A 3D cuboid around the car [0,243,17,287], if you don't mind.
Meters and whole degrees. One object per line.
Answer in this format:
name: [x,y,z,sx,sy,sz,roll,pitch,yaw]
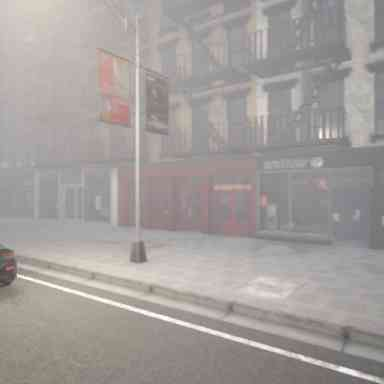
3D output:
car: [-5.978,1.509,7.943,4.674,1.442,1.812,0,0,35]
